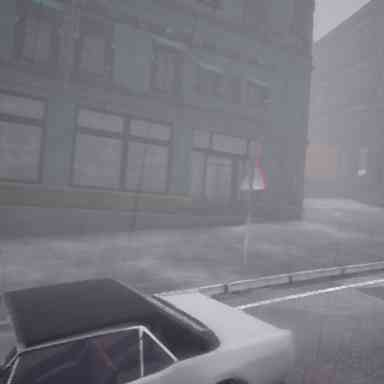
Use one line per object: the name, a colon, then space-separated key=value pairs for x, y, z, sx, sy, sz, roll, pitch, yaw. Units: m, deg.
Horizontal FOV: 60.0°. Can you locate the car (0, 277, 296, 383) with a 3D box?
car: x=-1.382 y=1.580 z=2.787 sx=4.718 sy=1.301 sz=1.895 roll=0 pitch=0 yaw=-34
